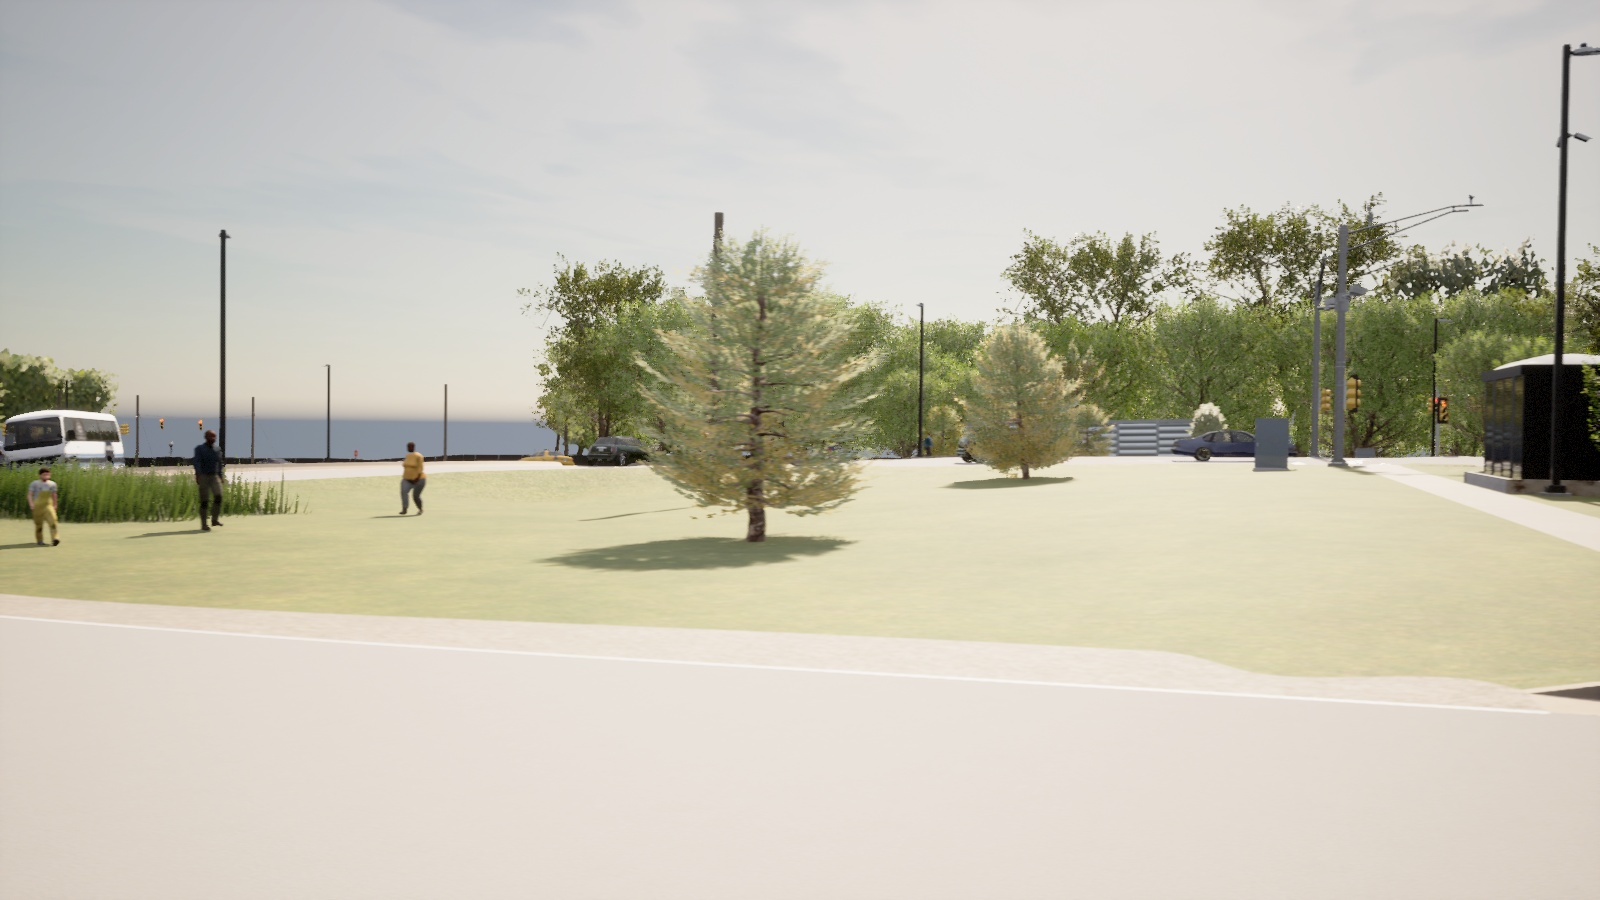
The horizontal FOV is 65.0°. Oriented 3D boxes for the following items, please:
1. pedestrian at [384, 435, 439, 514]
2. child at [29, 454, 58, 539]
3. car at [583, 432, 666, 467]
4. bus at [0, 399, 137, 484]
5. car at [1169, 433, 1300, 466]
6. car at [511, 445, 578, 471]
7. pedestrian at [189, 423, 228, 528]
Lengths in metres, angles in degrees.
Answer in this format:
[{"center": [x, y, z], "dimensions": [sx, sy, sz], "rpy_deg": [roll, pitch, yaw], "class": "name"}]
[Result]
[{"center": [-9.419, 0.579, 30.475], "dimensions": [0.874, 1.855, 0.900], "rpy_deg": [2, 1, 22], "class": "pedestrian"}, {"center": [-11.531, 0.702, 19.147], "dimensions": [0.437, 1.263, 0.270], "rpy_deg": [2, 2, 45], "class": "child"}, {"center": [-9.545, -0.002, 68.707], "dimensions": [2.097, 1.767, 4.553], "rpy_deg": [1, -1, 29], "class": "car"}, {"center": [-43.504, -0.484, 74.611], "dimensions": [3.944, 4.253, 10.273], "rpy_deg": [-8, 1, -11], "class": "bus"}, {"center": [19.517, -0.043, 56.676], "dimensions": [5.357, 1.411, 2.033], "rpy_deg": [1, 1, 13], "class": "car"}, {"center": [-17.972, 0.584, 88.226], "dimensions": [5.366, 1.575, 1.801], "rpy_deg": [-2, -7, 45], "class": "car"}, {"center": [-10.599, 0.444, 22.499], "dimensions": [0.726, 1.835, 0.370], "rpy_deg": [2, 2, 42], "class": "pedestrian"}]
